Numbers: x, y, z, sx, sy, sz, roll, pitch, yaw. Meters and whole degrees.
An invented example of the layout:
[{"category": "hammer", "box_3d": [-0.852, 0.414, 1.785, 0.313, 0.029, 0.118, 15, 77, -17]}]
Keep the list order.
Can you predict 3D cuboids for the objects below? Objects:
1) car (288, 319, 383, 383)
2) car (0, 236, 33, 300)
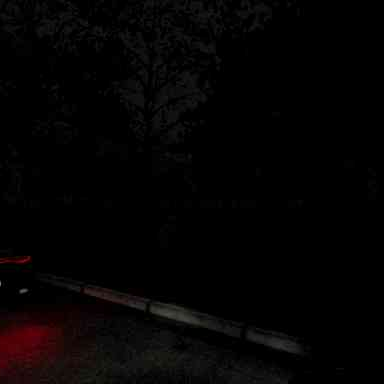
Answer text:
[{"category": "car", "box_3d": [2.646, 1.351, 1.476, 4.553, 1.767, 2.097, 0, 0, 36]}, {"category": "car", "box_3d": [-5.539, 1.488, 7.378, 5.008, 1.535, 1.882, 0, 0, 36]}]
